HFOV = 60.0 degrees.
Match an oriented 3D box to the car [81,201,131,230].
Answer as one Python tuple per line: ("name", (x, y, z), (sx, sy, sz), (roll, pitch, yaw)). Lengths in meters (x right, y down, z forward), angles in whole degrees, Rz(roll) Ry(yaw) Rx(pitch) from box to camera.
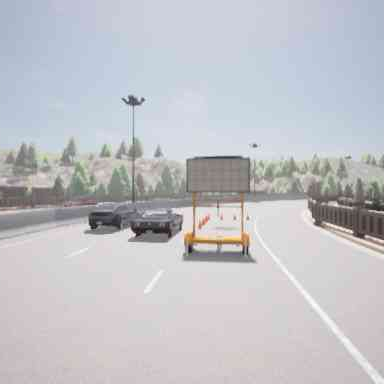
("car", (-4.712, 1.449, 20.681), (1.837, 1.490, 4.892), (0, 0, 9))

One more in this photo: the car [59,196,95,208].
("car", (-12.124, 1.272, 35.770), (2.097, 1.767, 4.553), (0, 0, 17))

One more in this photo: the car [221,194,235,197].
("car", (7.627, 1.314, 72.304), (1.837, 1.490, 4.892), (0, 0, 39))

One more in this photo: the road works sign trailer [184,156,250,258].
("road works sign trailer", (1.006, 0.432, 12.718), (2.380, 3.560, 2.880), (0, 0, 8))

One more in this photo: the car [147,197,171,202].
("car", (-5.855, 1.480, 59.112), (1.895, 1.301, 4.718), (0, 0, 30))

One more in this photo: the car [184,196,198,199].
("car", (-0.332, 1.424, 54.665), (1.994, 1.385, 4.181), (0, 0, 30))

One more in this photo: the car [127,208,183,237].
("car", (-1.661, 1.552, 17.638), (1.895, 1.301, 4.718), (0, 0, 7))
